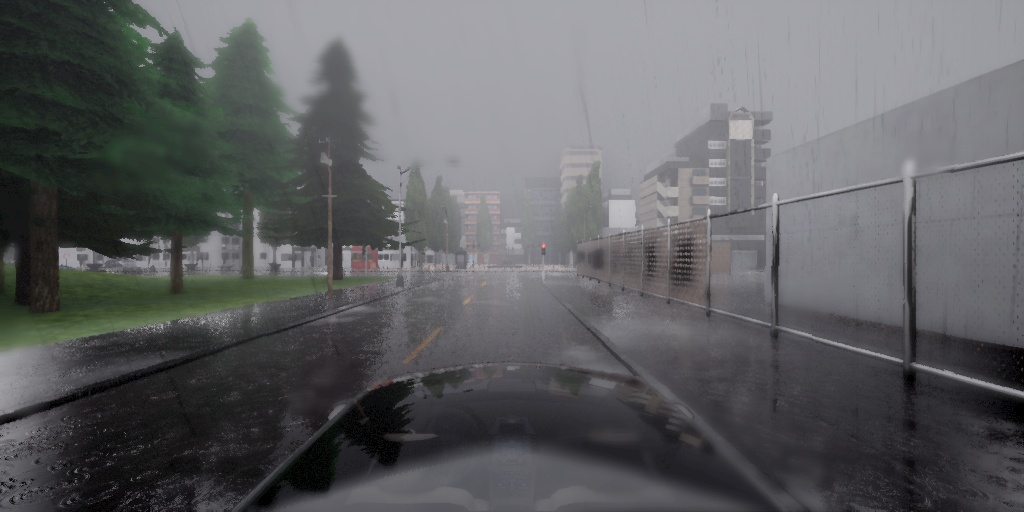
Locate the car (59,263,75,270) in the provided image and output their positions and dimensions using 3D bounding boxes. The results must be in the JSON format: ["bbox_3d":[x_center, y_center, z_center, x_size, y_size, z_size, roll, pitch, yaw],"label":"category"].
[{"bbox_3d":[-50.752,1.280,39.087,4.674,1.442,1.812,0,0,0],"label":"car"}]
